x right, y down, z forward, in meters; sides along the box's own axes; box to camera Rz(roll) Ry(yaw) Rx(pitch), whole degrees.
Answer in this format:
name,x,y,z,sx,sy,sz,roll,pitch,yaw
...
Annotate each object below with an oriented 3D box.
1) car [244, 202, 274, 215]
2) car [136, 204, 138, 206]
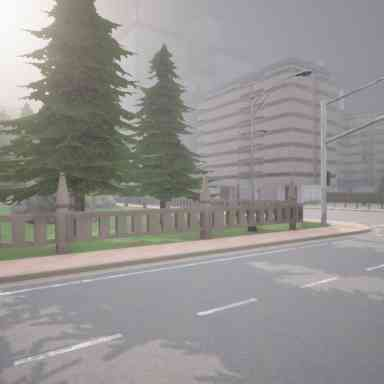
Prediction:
name,x,y,z,sx,sy,sz,roll,pitch,yaw
car,6.647,1.601,34.013,1.895,1.301,4.718,0,0,-35
car,-7.537,1.601,54.097,1.895,1.301,4.718,0,0,-35
